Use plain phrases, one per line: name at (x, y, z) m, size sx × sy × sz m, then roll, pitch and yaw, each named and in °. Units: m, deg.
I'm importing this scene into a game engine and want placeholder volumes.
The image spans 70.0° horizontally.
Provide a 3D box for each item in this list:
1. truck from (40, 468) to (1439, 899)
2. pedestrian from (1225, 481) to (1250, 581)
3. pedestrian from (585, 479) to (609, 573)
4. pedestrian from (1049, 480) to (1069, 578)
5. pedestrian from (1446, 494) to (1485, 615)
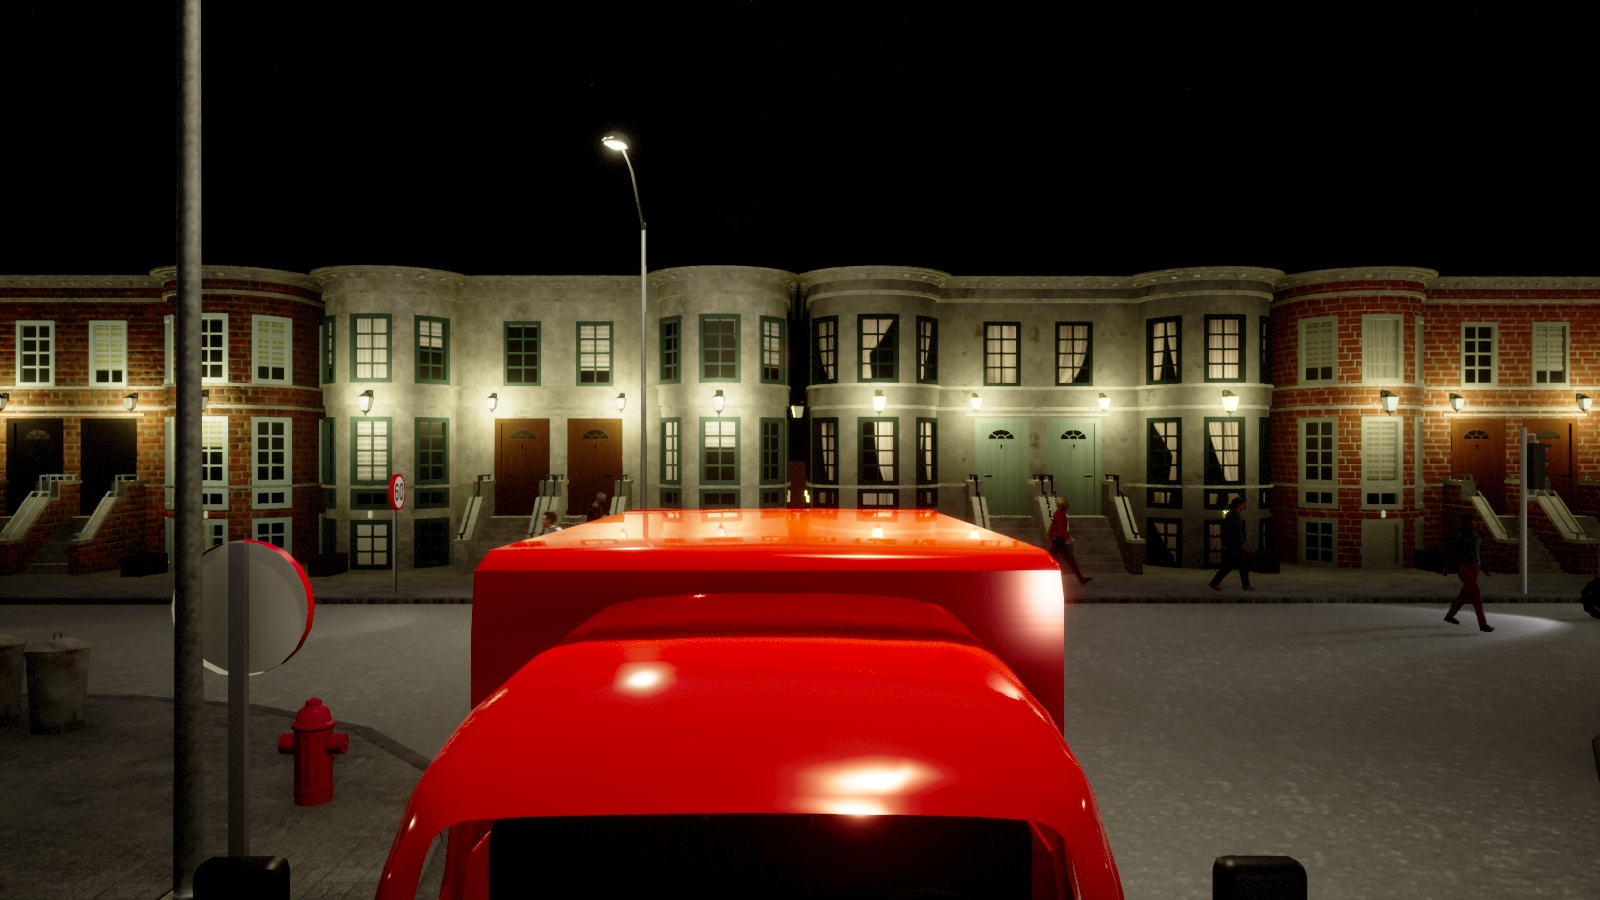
truck at (-0.117, 1.348, 4.748) m, size 2.627 × 2.467 × 5.204 m, roll 0°, pitch 0°, yaw 0°
pedestrian at (8.260, 1.524, 21.588) m, size 0.375 × 1.860 × 0.375 m, roll 0°, pitch 0°, yaw 10°
pedestrian at (-4.078, 1.525, 22.930) m, size 0.375 × 1.860 × 0.375 m, roll 0°, pitch 0°, yaw 8°
pedestrian at (5.018, 1.525, 22.138) m, size 0.375 × 1.860 × 0.375 m, roll 0°, pitch 0°, yaw 13°
pedestrian at (10.428, 1.629, 17.896) m, size 0.375 × 1.860 × 0.375 m, roll 0°, pitch 0°, yaw -11°
